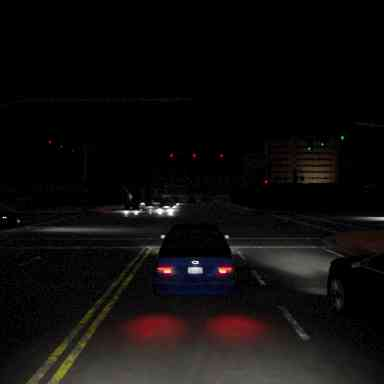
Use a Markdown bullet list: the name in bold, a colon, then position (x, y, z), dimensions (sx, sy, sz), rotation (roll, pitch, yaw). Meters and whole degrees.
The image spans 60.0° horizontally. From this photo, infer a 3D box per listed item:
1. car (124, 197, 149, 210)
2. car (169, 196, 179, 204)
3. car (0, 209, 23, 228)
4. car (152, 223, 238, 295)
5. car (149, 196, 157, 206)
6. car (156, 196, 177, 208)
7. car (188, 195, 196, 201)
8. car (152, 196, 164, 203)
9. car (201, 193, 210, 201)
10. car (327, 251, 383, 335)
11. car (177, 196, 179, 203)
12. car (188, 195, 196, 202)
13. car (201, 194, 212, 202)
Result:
- **car**: position (-7.182, 1.547, 42.326), dimensions (2.033, 1.411, 5.357), rotation (0, 0, 2)
- **car**: position (-3.586, 1.505, 66.939), dimensions (1.837, 1.490, 4.892), rotation (0, 0, 0)
- **car**: position (-12.817, 1.491, 20.139), dimensions (4.902, 1.511, 2.128), rotation (0, 0, 4)
- **car**: position (0.074, 1.547, 8.882), dimensions (2.033, 1.411, 5.357), rotation (0, 0, 0)
- **car**: position (-7.143, 1.506, 53.159), dimensions (1.837, 1.490, 4.892), rotation (0, 0, 0)
- **car**: position (-3.645, 1.601, 47.576), dimensions (1.895, 1.301, 4.718), rotation (0, 0, 0)
- **car**: position (-0.082, 1.425, 84.656), dimensions (1.994, 1.385, 4.181), rotation (0, 0, 0)
- **car**: position (-7.067, 1.540, 69.560), dimensions (2.033, 1.411, 5.357), rotation (0, 0, 0)
- **car**: position (3.418, 1.228, 84.631), dimensions (2.097, 1.767, 4.553), rotation (0, 0, 0)
- **car**: position (3.558, 1.491, 4.640), dimensions (2.128, 1.511, 4.902), rotation (0, 0, 0)
- **car**: position (-3.639, 1.491, 56.893), dimensions (2.128, 1.511, 4.902), rotation (0, 0, 0)
- **car**: position (-0.072, 1.531, 74.382), dimensions (2.033, 1.411, 5.357), rotation (0, 0, 0)
- **car**: position (3.428, 1.344, 74.675), dimensions (2.097, 1.767, 4.553), rotation (0, 0, 0)
